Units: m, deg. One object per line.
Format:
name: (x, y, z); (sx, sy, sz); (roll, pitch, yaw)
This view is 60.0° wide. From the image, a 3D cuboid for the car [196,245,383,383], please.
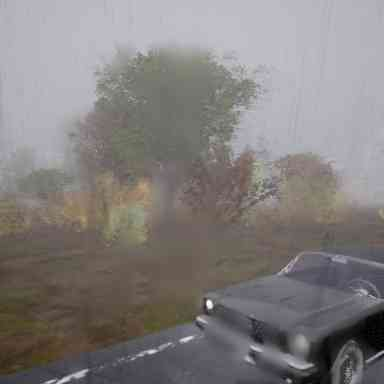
car: (2.377, 1.606, 5.208); (4.718, 1.301, 1.895); (0, 0, -37)
